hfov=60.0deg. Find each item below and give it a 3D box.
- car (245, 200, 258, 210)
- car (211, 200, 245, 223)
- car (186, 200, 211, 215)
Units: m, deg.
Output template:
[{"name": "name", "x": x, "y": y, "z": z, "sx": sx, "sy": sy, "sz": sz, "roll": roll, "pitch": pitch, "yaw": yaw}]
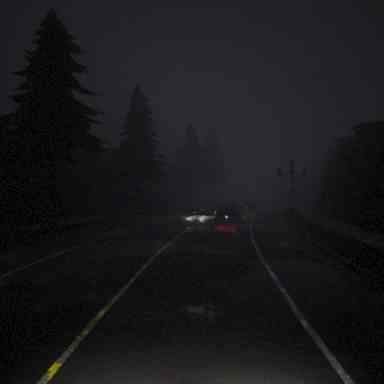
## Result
[{"name": "car", "x": 7.283, "y": 1.642, "z": 42.497, "sx": 1.895, "sy": 1.301, "sz": 4.718, "roll": 0, "pitch": 0, "yaw": 18}, {"name": "car", "x": 2.929, "y": 1.527, "z": 26.019, "sx": 1.837, "sy": 1.490, "sz": 4.892, "roll": 0, "pitch": 0, "yaw": 11}, {"name": "car", "x": 0.915, "y": 1.570, "z": 33.983, "sx": 2.033, "sy": 1.411, "sz": 5.357, "roll": 0, "pitch": 0, "yaw": 14}]
